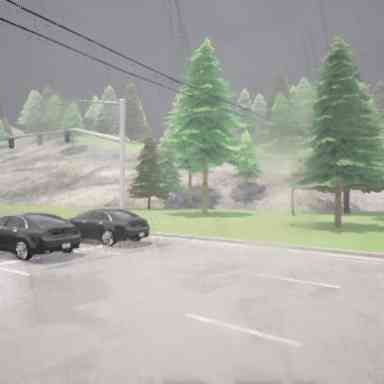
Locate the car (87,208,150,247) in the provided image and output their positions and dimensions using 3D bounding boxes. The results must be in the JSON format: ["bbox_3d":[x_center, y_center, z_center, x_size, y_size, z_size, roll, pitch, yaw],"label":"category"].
[{"bbox_3d":[-4.132,1.495,15.031,4.892,1.490,1.837,1,0,32],"label":"car"}]

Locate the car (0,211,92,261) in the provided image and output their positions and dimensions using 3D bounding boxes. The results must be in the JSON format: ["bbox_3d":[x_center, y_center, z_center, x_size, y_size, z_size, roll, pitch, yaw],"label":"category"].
[{"bbox_3d":[-6.173,1.495,12.187,4.892,1.490,1.837,1,0,32],"label":"car"}]
